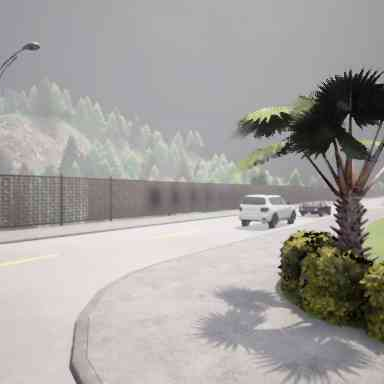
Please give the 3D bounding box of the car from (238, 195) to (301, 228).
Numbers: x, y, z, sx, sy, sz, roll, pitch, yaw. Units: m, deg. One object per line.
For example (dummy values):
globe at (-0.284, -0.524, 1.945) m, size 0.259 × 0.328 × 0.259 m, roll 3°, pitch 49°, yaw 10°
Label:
car at (5.156, 1.220, 22.343) m, size 2.150 × 2.045 × 5.566 m, roll 0°, pitch 0°, yaw 36°

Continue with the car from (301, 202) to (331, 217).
car at (11.779, 1.601, 31.592) m, size 1.895 × 1.301 × 4.718 m, roll 0°, pitch 0°, yaw 35°
